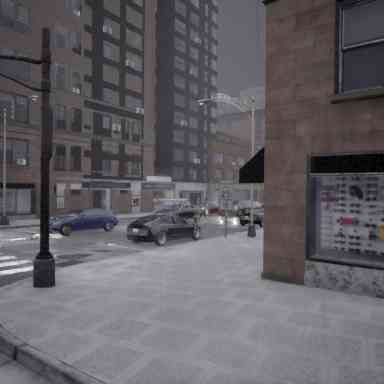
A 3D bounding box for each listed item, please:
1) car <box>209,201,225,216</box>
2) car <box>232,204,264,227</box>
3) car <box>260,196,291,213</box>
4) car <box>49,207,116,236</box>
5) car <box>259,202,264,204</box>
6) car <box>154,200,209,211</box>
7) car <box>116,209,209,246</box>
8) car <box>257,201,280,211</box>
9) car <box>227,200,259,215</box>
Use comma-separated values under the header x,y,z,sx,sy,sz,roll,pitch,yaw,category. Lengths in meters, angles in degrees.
x,y,z,sx,sy,sz,roll,pitch,yaw,category
1.466,1.647,34.789,1.967,1.590,4.097,0,0,36,car
5.150,1.851,25.338,1.947,1.339,4.313,0,0,36,car
10.956,1.575,43.459,2.150,2.045,5.566,1,0,33,car
-6.427,1.636,19.483,1.812,1.442,4.674,1,0,38,car
7.808,1.825,43.558,1.752,1.417,4.829,0,0,36,car
-1.052,1.673,26.915,2.128,1.511,4.902,1,0,36,car
-1.293,1.765,16.431,1.947,1.339,4.313,0,0,36,car
11.129,1.933,48.149,1.802,1.307,4.206,0,0,36,car
4.821,1.614,35.017,2.097,1.767,4.553,1,0,36,car
